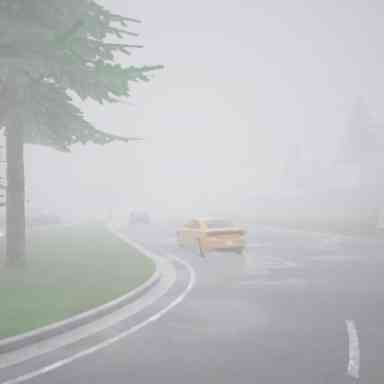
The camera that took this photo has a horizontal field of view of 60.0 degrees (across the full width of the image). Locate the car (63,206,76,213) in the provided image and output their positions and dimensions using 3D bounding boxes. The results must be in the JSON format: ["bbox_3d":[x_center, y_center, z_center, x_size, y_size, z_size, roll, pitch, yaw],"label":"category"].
[{"bbox_3d":[-25.499,3.672,69.184,2.033,1.411,5.357,-1,-2,-7],"label":"car"}]

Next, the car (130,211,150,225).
[{"bbox_3d":[-5.425,2.634,34.077,1.895,1.301,4.718,-1,-2,-12],"label":"car"}]

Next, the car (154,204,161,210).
[{"bbox_3d":[-9.615,4.175,91.311,1.812,1.442,4.674,-1,-2,-7],"label":"car"}]

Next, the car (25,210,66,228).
[{"bbox_3d":[-14.602,2.792,33.057,1.895,1.301,4.718,-1,-2,-1],"label":"car"}]

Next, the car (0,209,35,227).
[{"bbox_3d":[-18.138,2.758,33.174,2.128,1.511,4.902,-1,-2,-1],"label":"car"}]

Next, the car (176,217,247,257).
[{"bbox_3d":[0.695,1.879,15.094,1.882,1.535,5.008,0,-2,-17],"label":"car"}]

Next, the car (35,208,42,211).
[{"bbox_3d":[-22.985,3.120,48.288,2.097,1.767,4.553,-1,-2,-7],"label":"car"}]

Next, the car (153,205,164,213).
[{"bbox_3d":[-6.609,3.492,68.024,1.812,1.442,4.674,-1,-2,-7],"label":"car"}]
